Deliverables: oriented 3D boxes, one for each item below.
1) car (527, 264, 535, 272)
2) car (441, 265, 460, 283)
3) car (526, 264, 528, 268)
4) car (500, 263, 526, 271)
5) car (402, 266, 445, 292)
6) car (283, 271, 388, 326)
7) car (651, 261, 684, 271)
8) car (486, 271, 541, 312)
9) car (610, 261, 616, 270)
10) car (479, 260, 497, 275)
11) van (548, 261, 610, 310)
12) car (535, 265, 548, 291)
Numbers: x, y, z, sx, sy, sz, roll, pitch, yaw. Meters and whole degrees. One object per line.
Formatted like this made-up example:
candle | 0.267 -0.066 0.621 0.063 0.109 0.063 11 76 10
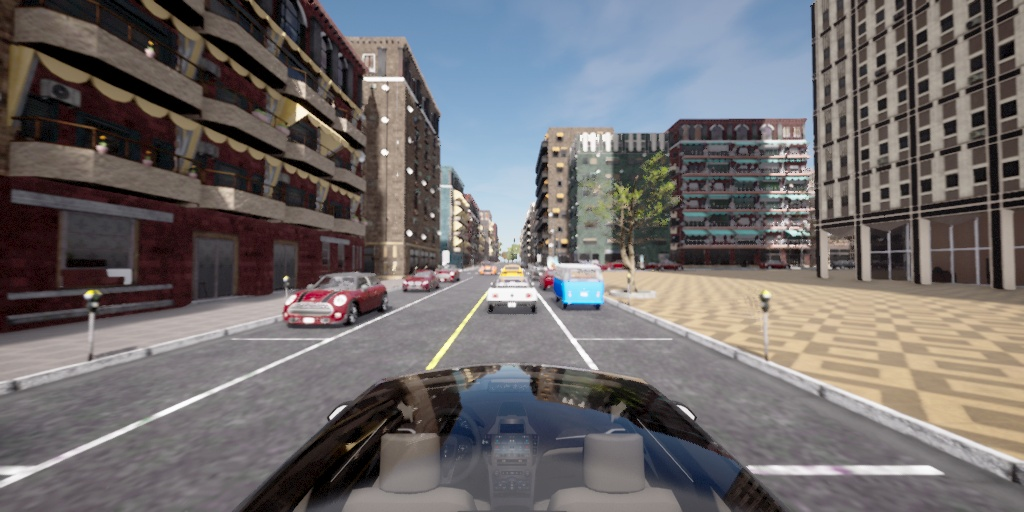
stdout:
car | 2.818 1.646 34.308 2.007 1.370 4.403 0 0 0
car | -5.821 1.511 32.072 1.967 1.591 4.097 0 0 0
car | 2.818 1.706 39.878 2.007 1.370 4.403 0 0 0
car | 0.024 1.539 31.112 1.882 1.535 5.008 0 0 0
car | -5.770 1.559 23.168 1.802 1.307 4.207 0 0 0
car | -5.695 1.299 12.030 1.967 1.591 4.097 0 0 0
car | 24.759 1.509 56.428 4.097 1.591 1.967 0 0 0
car | 0.018 1.493 15.114 1.895 1.301 4.718 0 -1 0
car | 13.704 1.737 56.506 4.207 1.307 1.802 0 0 0
car | -3.023 1.577 46.510 2.097 1.767 4.553 0 0 0
van | 2.718 1.236 15.418 1.690 1.789 3.998 0 0 0
car | 2.773 1.530 23.878 1.888 1.381 4.507 0 0 0
